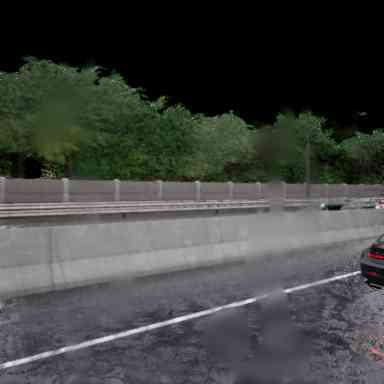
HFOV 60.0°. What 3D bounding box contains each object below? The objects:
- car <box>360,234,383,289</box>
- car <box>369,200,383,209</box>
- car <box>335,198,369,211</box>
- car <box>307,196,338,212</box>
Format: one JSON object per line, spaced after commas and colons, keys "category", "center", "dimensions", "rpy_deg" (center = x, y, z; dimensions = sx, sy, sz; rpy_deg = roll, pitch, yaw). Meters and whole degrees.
{"category": "car", "center": [5.913, 1.502, 7.897], "dimensions": [4.892, 1.490, 1.837], "rpy_deg": [0, 0, -35]}
{"category": "car", "center": [17.956, 1.335, 29.132], "dimensions": [4.553, 1.767, 2.097], "rpy_deg": [0, 0, -34]}
{"category": "car", "center": [16.471, 1.485, 32.354], "dimensions": [4.892, 1.490, 1.837], "rpy_deg": [0, 0, -34]}
{"category": "car", "center": [14.163, 1.329, 35.015], "dimensions": [4.553, 1.767, 2.097], "rpy_deg": [0, 0, -34]}
